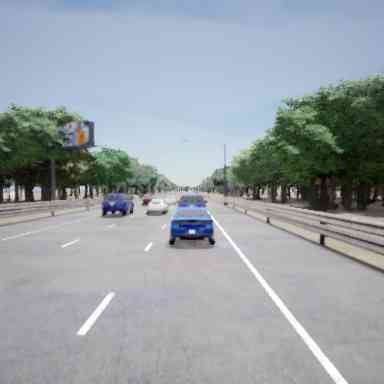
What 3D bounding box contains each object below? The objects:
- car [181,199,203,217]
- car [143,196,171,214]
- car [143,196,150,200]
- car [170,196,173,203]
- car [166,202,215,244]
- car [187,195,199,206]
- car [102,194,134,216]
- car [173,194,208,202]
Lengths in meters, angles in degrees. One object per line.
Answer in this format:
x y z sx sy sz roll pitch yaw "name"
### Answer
0.018 1.484 32.200 2.033 1.411 5.357 0 0 0 "car"
-3.456 1.459 33.769 1.812 1.442 4.674 0 0 1 "car"
-6.908 1.357 54.749 1.882 1.535 5.008 0 0 0 "car"
-3.406 1.403 55.505 1.812 1.442 4.674 0 0 0 "car"
0.002 1.441 15.709 1.882 1.535 5.008 0 0 0 "car"
0.093 1.356 54.962 1.882 1.535 5.008 0 0 0 "car"
-6.975 1.162 31.759 2.150 2.045 5.566 0 1 0 "car"
0.000 1.169 24.702 2.150 2.045 5.566 0 0 0 "car"
